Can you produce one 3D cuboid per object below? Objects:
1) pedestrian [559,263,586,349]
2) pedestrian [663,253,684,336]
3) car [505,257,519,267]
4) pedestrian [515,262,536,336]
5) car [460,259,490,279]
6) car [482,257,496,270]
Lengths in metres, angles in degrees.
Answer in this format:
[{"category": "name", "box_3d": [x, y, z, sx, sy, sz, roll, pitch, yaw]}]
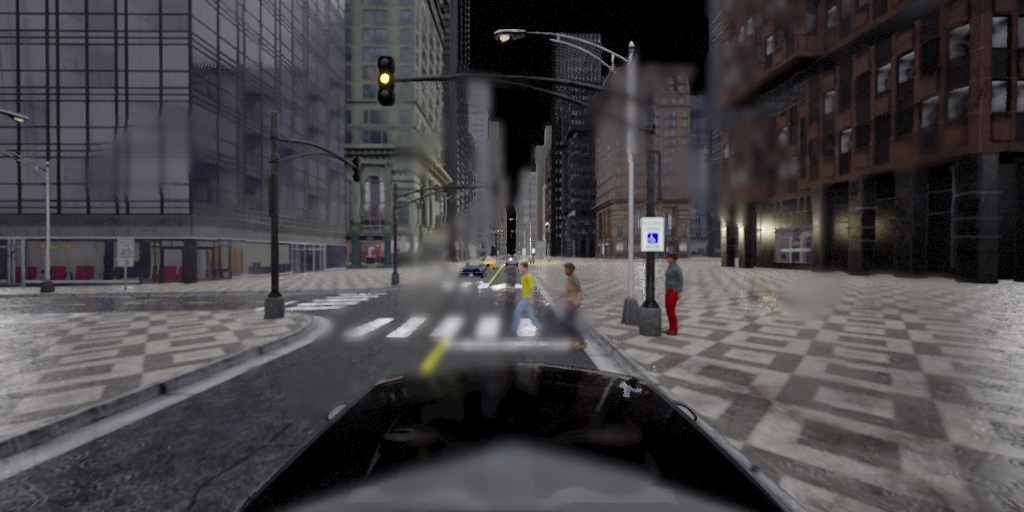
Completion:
[{"category": "pedestrian", "box_3d": [1.244, 0.997, 7.414, 0.375, 1.860, 0.375, 0, 0, 0]}, {"category": "pedestrian", "box_3d": [3.593, 0.840, 8.086, 0.375, 1.860, 0.375, 0, 0, 0]}, {"category": "car", "box_3d": [0.000, 0.902, 53.871, 1.994, 1.385, 4.181, 0, 0, 0]}, {"category": "pedestrian", "box_3d": [0.319, 0.987, 8.644, 0.375, 1.860, 0.375, 0, 0, 0]}, {"category": "car", "box_3d": [-3.095, 1.125, 29.414, 1.895, 1.301, 4.718, 0, 1, 0]}, {"category": "car", "box_3d": [-3.083, 0.883, 44.887, 1.882, 1.535, 5.008, 0, 0, 0]}]
